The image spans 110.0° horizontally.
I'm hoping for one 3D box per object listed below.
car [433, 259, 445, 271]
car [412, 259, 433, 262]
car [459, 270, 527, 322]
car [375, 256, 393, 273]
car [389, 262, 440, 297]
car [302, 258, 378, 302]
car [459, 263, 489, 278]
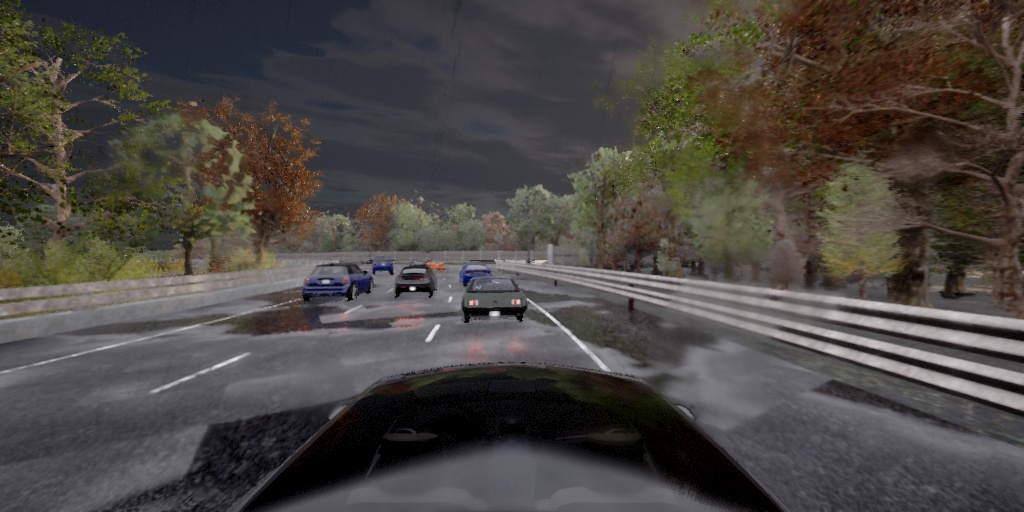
[{"bbox_3d":[-10.589,1.126,48.419,2.097,1.767,4.553,0,0,-25],"label":"car"},{"bbox_3d":[-10.022,1.266,38.048,2.128,1.511,4.902,0,0,-20],"label":"car"},{"bbox_3d":[-0.692,1.351,12.379,1.895,1.301,4.718,0,0,-5],"label":"car"},{"bbox_3d":[-14.753,1.012,40.774,2.150,2.045,5.566,0,0,-22],"label":"car"},{"bbox_3d":[-4.994,1.267,19.021,1.837,1.490,4.892,0,0,-9],"label":"car"},{"bbox_3d":[-8.307,1.126,17.536,2.097,1.767,4.553,0,0,-8],"label":"car"},{"bbox_3d":[-2.624,1.231,25.062,1.882,1.535,5.008,0,0,-12],"label":"car"}]
